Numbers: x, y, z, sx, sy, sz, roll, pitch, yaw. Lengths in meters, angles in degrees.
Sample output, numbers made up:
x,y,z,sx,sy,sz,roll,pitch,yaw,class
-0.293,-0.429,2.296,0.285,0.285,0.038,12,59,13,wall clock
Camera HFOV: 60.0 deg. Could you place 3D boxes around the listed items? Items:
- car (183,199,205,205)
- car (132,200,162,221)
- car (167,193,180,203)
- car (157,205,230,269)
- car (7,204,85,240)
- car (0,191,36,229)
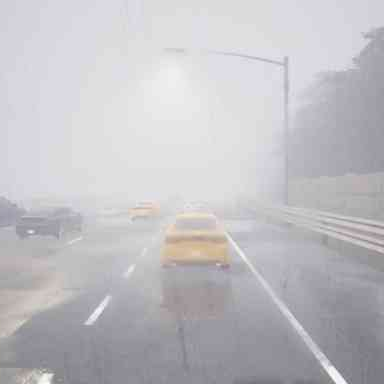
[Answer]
x,y,z,sx,sy,sz,roll,pitch,yaw,class
0.174,1.375,29.152,1.812,1.442,4.674,0,0,0,car
-3.444,1.346,26.026,1.882,1.535,5.008,0,0,0,car
-3.257,1.021,59.696,2.097,1.767,4.553,0,0,0,car
0.108,1.435,11.060,1.882,1.535,5.008,0,0,0,car
-6.879,1.428,16.639,1.837,1.490,4.892,0,0,0,car
-10.380,1.144,16.661,2.150,2.045,5.566,0,0,0,car
